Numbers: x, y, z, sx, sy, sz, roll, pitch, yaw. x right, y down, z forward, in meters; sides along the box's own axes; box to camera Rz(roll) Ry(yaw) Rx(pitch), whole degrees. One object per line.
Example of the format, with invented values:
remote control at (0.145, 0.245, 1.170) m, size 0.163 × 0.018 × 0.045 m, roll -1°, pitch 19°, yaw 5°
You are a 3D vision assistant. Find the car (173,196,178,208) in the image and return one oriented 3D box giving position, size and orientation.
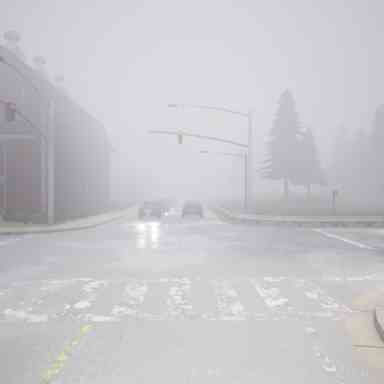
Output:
car at (-3.528, 1.526, 49.291) m, size 1.812 × 1.442 × 4.674 m, roll 0°, pitch 0°, yaw 0°

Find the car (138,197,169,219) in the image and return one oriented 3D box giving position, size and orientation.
car at (-3.561, 1.491, 29.555) m, size 2.128 × 1.511 × 4.902 m, roll 0°, pitch 0°, yaw 0°

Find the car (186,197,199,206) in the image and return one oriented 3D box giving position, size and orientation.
car at (0.074, 1.547, 55.835) m, size 2.033 × 1.411 × 5.357 m, roll 0°, pitch 0°, yaw 0°

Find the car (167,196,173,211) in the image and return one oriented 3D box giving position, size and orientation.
car at (-3.547, 1.505, 39.026) m, size 1.837 × 1.490 × 4.892 m, roll 0°, pitch 0°, yaw 0°

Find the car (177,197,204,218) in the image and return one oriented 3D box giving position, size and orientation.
car at (0.040, 1.492, 30.369) m, size 2.128 × 1.511 × 4.902 m, roll 0°, pitch 0°, yaw 0°

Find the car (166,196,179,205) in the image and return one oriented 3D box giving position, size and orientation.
car at (-3.473, 1.477, 59.779) m, size 1.882 × 1.535 × 5.008 m, roll 0°, pitch 0°, yaw 0°
